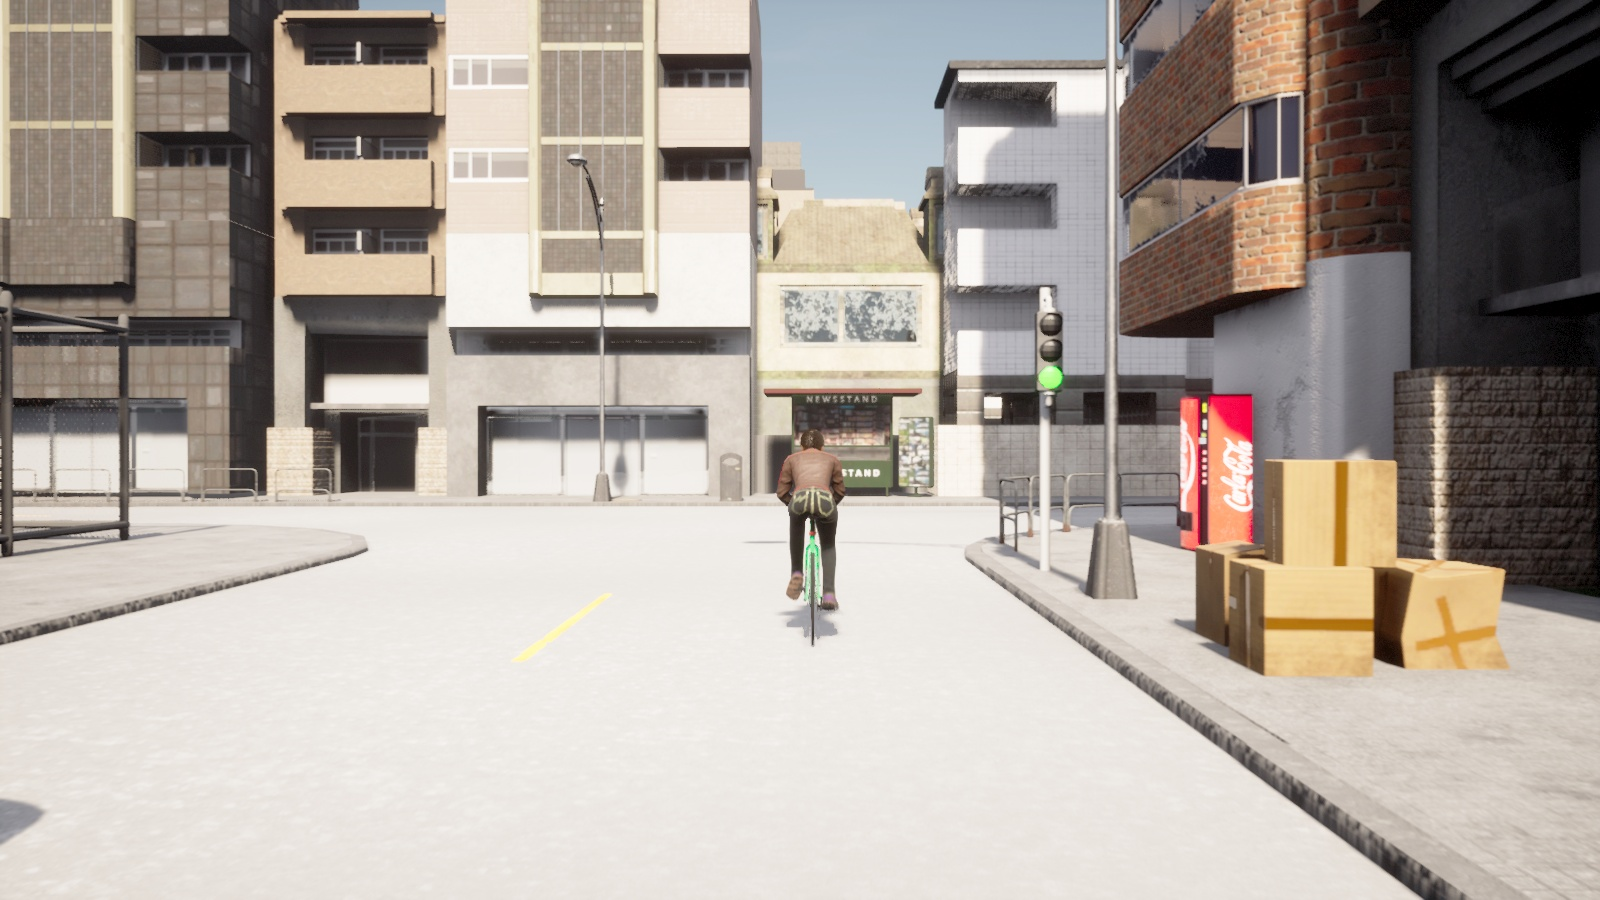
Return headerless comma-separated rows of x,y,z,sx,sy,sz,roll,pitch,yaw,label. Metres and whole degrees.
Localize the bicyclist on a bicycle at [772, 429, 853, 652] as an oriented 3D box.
0.096,0.660,9.939,0.582,1.620,1.656,0,0,0,bicyclist on a bicycle
